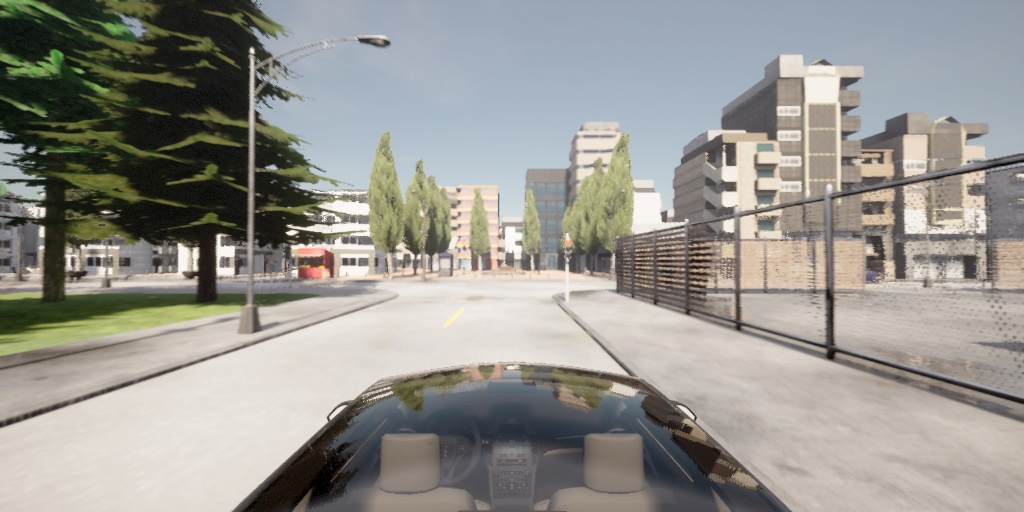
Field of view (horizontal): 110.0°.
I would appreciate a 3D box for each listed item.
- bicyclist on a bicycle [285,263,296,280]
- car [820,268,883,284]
[{"bbox_3d":[-21.559,1.533,34.912,0.582,1.620,1.656,0,0,0],"label":"bicyclist on a bicycle"},{"bbox_3d":[29.022,1.695,30.724,4.181,1.385,1.994,0,-1,0],"label":"car"}]
